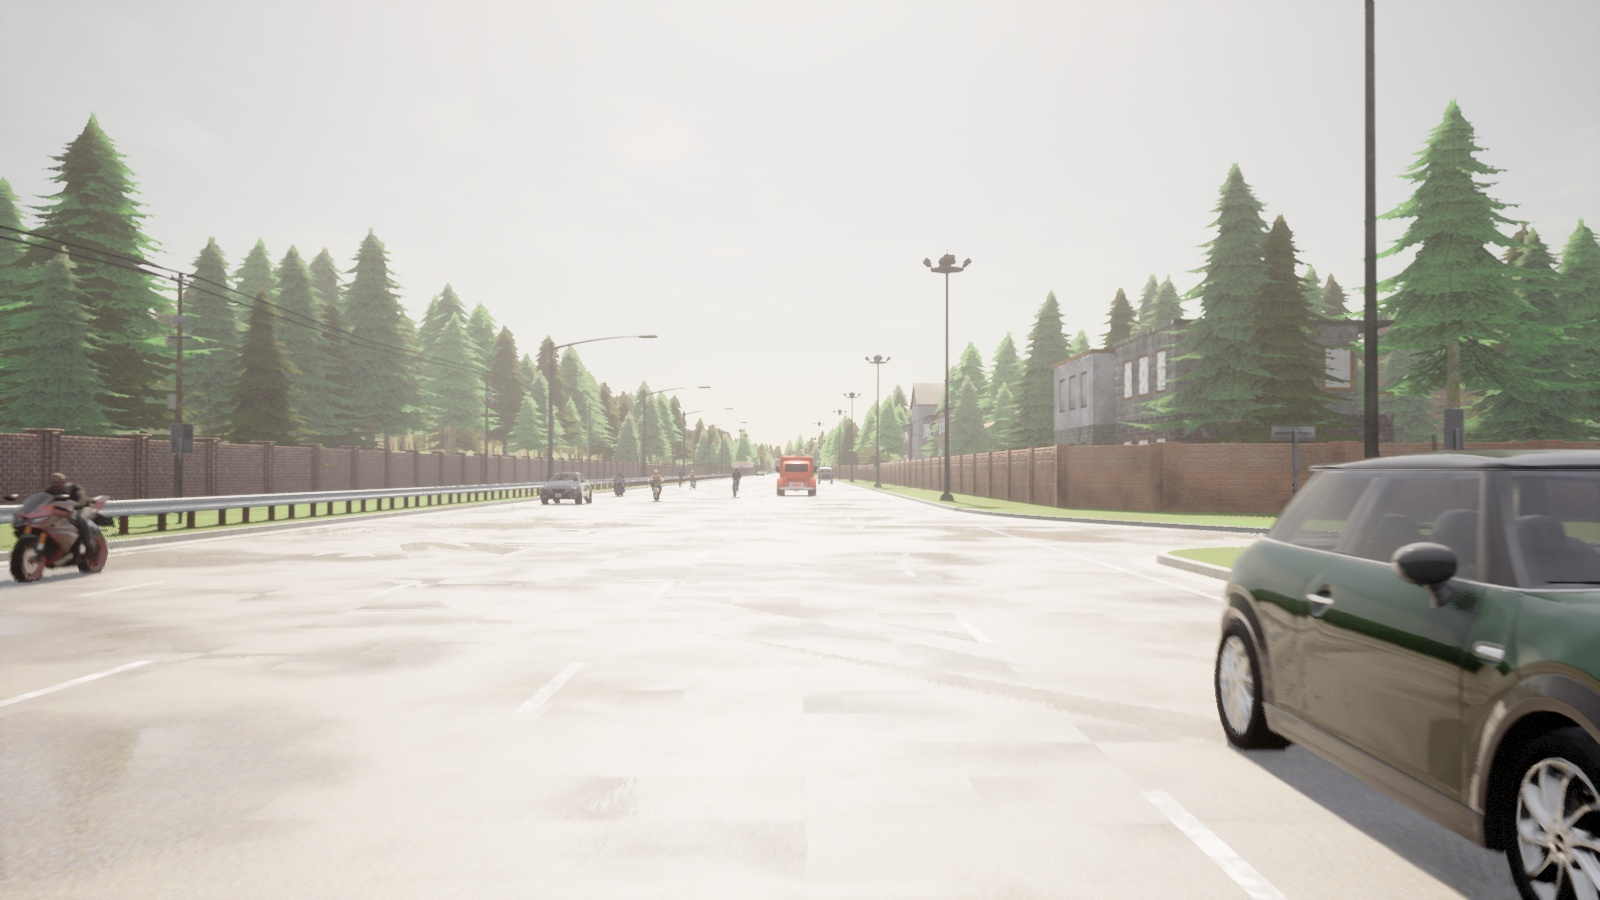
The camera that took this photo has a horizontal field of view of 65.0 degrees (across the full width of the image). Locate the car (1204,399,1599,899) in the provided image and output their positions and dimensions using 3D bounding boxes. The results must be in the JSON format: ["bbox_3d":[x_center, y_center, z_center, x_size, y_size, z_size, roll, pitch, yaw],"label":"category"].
[{"bbox_3d":[3.485,0.747,5.262,2.097,1.767,4.553,0,-1,0],"label":"car"}]

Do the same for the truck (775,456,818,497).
[{"bbox_3d":[-0.205,1.659,79.263,2.627,2.467,5.204,0,-1,0],"label":"truck"}]

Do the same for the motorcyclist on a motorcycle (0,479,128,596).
[{"bbox_3d":[-10.546,1.191,17.808,0.866,1.530,2.191,0,-1,0],"label":"motorcyclist on a motorcycle"}]

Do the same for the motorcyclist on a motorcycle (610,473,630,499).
[{"bbox_3d":[-10.691,2.145,74.601,0.866,1.530,2.191,0,-1,0],"label":"motorcyclist on a motorcycle"}]

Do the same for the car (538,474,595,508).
[{"bbox_3d":[-10.647,1.836,57.469,1.816,1.474,4.193,0,-1,0],"label":"car"}]
